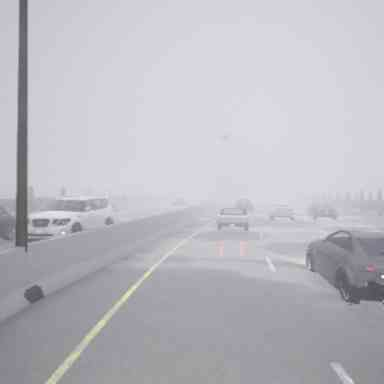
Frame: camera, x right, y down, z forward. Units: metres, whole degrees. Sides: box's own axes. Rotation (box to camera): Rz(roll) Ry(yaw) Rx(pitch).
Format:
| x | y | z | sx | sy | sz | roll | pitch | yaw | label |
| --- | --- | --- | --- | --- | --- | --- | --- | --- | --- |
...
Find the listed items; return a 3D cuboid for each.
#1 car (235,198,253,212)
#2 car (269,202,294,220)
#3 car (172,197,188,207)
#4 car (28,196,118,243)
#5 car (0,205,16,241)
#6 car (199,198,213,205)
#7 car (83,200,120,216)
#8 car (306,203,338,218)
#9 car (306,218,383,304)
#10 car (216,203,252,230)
| x | y | z | sx | sy | sz | roll | pitch | yaw | label |
| --- | --- | --- | --- | --- | --- | --- | --- | --- | --- |
| 6.231 | 1.468 | 39.875 | 2.097 | 1.767 | 4.553 | 0 | 0 | 11 | car |
| 7.648 | 1.608 | 28.689 | 1.812 | 1.442 | 4.674 | 0 | 0 | 11 | car |
| -1.932 | 1.647 | 53.988 | 1.837 | 1.490 | 4.892 | 0 | 0 | 11 | car |
| -5.602 | 1.218 | 15.873 | 2.150 | 2.045 | 5.566 | 0 | 0 | 10 | car |
| -9.417 | 1.329 | 13.693 | 2.097 | 1.767 | 4.553 | 0 | 0 | 8 | car |
| 2.648 | 1.717 | 59.145 | 1.812 | 1.442 | 4.674 | 0 | 0 | 11 | car |
| -9.242 | 1.559 | 34.532 | 1.812 | 1.442 | 4.674 | 0 | 0 | 11 | car |
| 11.303 | 1.646 | 29.131 | 2.033 | 1.411 | 5.357 | 0 | 0 | 11 | car |
| 4.204 | 1.588 | 8.144 | 1.994 | 1.385 | 4.181 | 0 | 0 | 6 | car |
| 2.732 | 1.644 | 21.475 | 1.895 | 1.301 | 4.718 | 0 | 0 | 11 | car |
